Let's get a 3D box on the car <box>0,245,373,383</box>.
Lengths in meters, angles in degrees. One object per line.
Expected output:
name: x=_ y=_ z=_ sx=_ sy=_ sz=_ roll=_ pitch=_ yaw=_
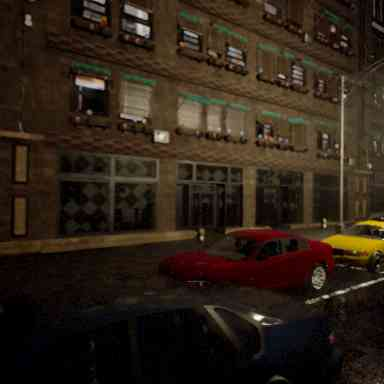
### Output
car: x=-0.919 y=1.548 z=2.722 sx=5.357 sy=1.411 sz=2.033 roll=0 pitch=0 yaw=-36

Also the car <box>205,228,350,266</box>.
car: x=1.346 y=1.549 z=7.460 sx=4.507 sy=1.381 sz=1.887 roll=0 pitch=1 yaw=-35

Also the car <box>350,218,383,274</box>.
car: x=5.836 y=1.533 z=10.661 sx=4.829 sy=1.417 sz=1.752 roll=0 pitch=1 yaw=-35
